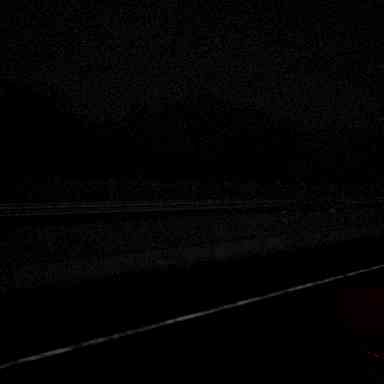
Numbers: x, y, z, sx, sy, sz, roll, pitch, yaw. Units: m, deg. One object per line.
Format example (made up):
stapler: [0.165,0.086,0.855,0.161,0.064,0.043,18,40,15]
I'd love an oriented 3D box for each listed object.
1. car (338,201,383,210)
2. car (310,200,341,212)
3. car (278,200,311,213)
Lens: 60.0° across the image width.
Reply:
car: [14.115,1.560,26.534,4.718,1.301,1.895,0,0,-34]
car: [13.057,1.519,30.034,4.181,1.385,1.994,0,0,-34]
car: [10.984,1.500,32.869,5.357,1.411,2.033,0,0,-34]
